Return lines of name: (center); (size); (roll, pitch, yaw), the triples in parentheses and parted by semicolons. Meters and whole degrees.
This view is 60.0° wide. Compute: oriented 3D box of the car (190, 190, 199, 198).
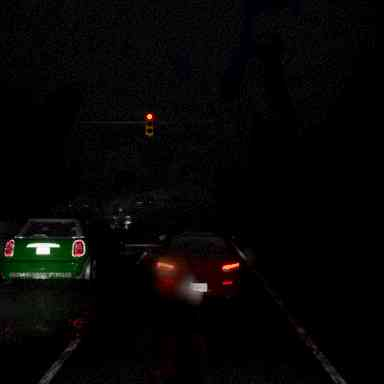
car: (0.575, 0.473, 76.766); (1.837, 1.490, 4.892); (0, 3, 0)

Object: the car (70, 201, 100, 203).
car: (-7.011, 1.491, 18.349); (2.128, 1.511, 4.902); (0, 0, 0)

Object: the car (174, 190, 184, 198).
car: (-2.927, 0.510, 76.557); (2.128, 1.511, 4.902); (0, 3, 0)

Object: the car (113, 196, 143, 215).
car: (-6.876, 1.491, 34.598); (2.128, 1.511, 4.902); (0, 0, 0)

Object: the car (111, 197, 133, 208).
car: (-10.252, 1.490, 48.798); (2.128, 1.511, 4.902); (0, 0, 1)

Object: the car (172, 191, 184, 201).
car: (-2.911, 0.985, 66.447); (1.882, 1.535, 5.008); (0, 3, 1)

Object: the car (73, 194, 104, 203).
car: (-10.387, 1.221, 33.088); (2.150, 2.045, 5.566); (0, 0, 0)

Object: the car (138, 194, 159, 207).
car: (-6.729, 1.501, 51.611); (1.837, 1.490, 4.892); (0, 0, 1)

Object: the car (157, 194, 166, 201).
car: (-6.511, 1.042, 67.762); (1.895, 1.301, 4.718); (0, 3, 1)

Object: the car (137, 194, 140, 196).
car: (-10.065, 1.162, 64.731); (1.994, 1.385, 4.181); (0, 3, 1)

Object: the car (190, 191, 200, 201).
car: (0.591, 0.845, 66.688); (2.097, 1.767, 4.553); (0, 3, 0)

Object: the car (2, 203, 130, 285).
car: (-3.360, 1.352, 9.659); (2.097, 1.767, 4.553); (0, 0, 0)

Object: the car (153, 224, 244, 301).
car: (0.132, 1.526, 8.192); (1.812, 1.442, 4.674); (0, 0, 0)
